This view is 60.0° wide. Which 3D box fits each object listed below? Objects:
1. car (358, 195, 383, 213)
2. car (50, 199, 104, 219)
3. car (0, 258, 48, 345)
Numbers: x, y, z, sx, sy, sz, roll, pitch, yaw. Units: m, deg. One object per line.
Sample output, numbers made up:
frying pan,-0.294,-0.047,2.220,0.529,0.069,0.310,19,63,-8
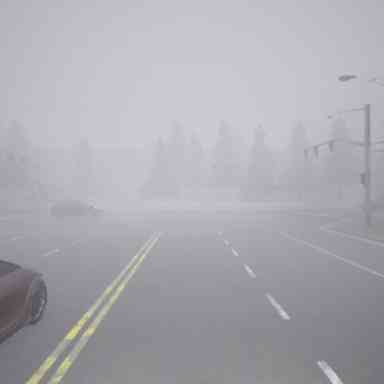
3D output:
car,22.097,1.305,38.104,5.566,2.045,2.150,0,0,0
car,-10.443,1.475,30.602,4.553,1.767,2.097,0,0,-1
car,-3.610,1.591,4.372,1.994,1.385,4.181,0,0,0
